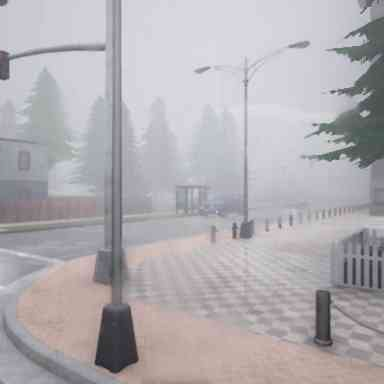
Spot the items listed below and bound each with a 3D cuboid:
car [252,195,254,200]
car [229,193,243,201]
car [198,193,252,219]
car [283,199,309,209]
[{"bbox_3d":[12.765,1.088,78.119,1.932,1.855,4.605,0,0,36],"label":"car"},{"bbox_3d":[10.501,1.085,79.279,1.905,1.878,3.866,0,0,36],"label":"car"},{"bbox_3d":[2.833,1.182,29.642,2.150,2.045,5.566,0,0,37],"label":"car"},{"bbox_3d":[13.928,1.577,44.083,2.033,1.411,5.357,0,0,37],"label":"car"}]
